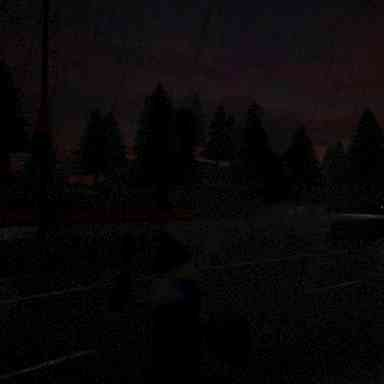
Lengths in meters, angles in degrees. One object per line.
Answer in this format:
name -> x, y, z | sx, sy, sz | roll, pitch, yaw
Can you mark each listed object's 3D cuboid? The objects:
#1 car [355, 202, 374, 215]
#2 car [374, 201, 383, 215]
car -> 22.379, 1.959, 41.039 | 4.892, 1.490, 1.837 | -1, -1, -21
car -> 23.531, 1.731, 37.737 | 4.553, 1.767, 2.097 | -1, -1, -21
